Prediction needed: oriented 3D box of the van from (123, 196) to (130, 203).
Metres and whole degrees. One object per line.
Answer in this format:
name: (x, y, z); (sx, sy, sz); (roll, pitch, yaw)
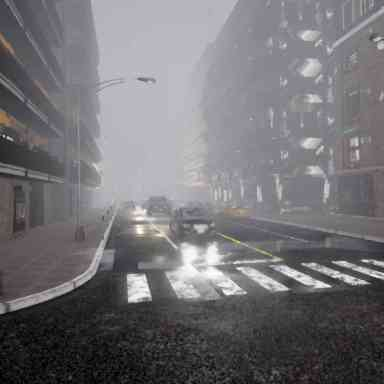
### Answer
van: (-17.336, 2.008, 87.853); (1.690, 1.788, 3.998); (-1, 0, -12)

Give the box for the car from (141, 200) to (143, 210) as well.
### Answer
car: (-6.708, 1.832, 50.148); (2.128, 1.511, 4.902); (-1, 0, -12)

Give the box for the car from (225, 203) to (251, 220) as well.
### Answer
car: (3.578, 1.606, 28.749); (1.752, 1.417, 4.829); (-1, 0, -12)

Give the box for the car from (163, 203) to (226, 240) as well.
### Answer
car: (-0.077, 1.578, 17.925); (2.128, 1.511, 4.902); (-1, 0, -12)

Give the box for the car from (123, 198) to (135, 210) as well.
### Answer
car: (-9.226, 1.933, 49.054); (1.802, 1.307, 4.206); (-1, 0, -12)

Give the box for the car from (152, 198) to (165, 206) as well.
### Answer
car: (-6.520, 1.886, 64.403); (2.128, 1.511, 4.902); (-1, 0, -12)

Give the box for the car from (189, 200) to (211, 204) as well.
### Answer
car: (1.296, 1.706, 39.665); (1.887, 1.381, 4.507); (-1, 0, -12)

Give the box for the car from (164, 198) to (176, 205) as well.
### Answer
car: (-4.494, 1.934, 67.377); (2.008, 1.369, 4.403); (-1, 0, -12)

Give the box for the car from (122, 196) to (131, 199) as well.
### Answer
car: (-13.862, 1.843, 71.226); (2.192, 1.841, 5.009); (-1, 0, -12)

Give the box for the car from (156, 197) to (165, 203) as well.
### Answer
car: (-7.970, 1.958, 84.003); (1.967, 1.590, 4.097); (-1, 0, -12)

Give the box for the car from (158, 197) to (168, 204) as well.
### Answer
car: (-6.811, 2.017, 78.462); (1.887, 1.381, 4.507); (-1, 0, -12)

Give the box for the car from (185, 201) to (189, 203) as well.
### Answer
car: (0.139, 1.750, 45.206); (1.887, 1.381, 4.507); (-1, 0, -12)

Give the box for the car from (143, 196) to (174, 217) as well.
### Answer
car: (-3.557, 1.424, 34.595); (2.150, 2.045, 5.566); (-1, 0, -11)

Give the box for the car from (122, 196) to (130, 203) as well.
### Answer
car: (-18.495, 2.035, 93.393); (2.192, 1.841, 5.009); (-1, 0, -12)

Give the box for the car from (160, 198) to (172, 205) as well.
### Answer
car: (-5.652, 1.978, 72.919); (2.008, 1.369, 4.403); (-1, 0, -12)
